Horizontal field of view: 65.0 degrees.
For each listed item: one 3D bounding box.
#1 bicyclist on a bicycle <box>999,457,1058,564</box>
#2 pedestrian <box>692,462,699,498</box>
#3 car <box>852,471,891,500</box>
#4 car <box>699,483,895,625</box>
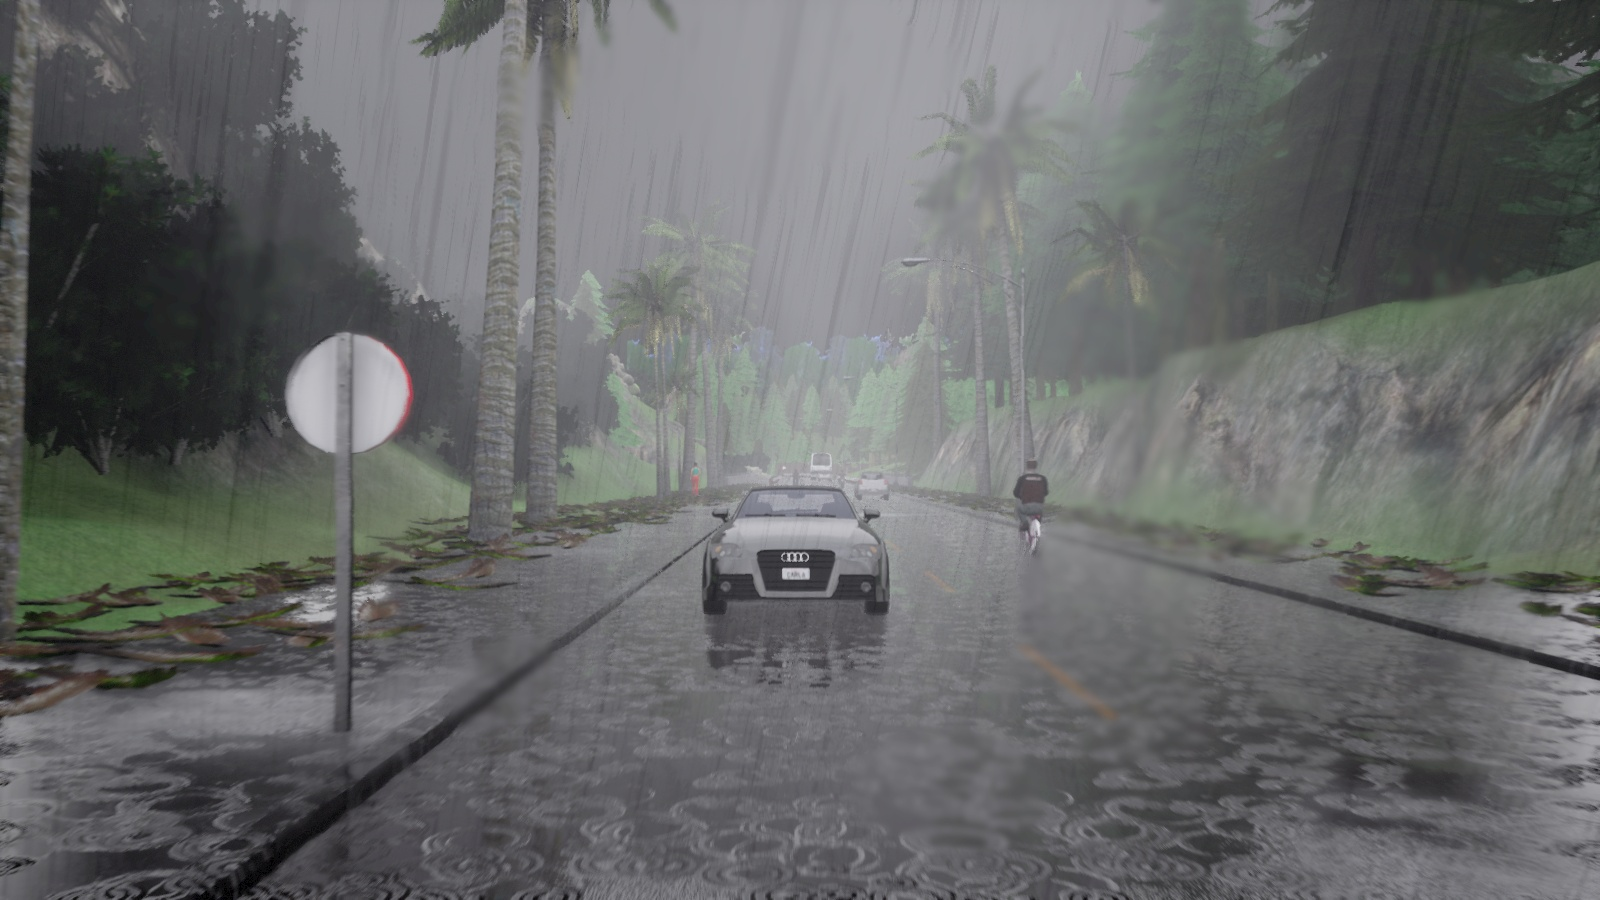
[{"bbox_3d":[3.945,1.012,21.797,0.659,1.776,1.843,0,-1,0],"label":"bicyclist on a bicycle"},{"bbox_3d":[-5.495,1.578,66.132,0.345,1.836,0.594,0,-1,-9],"label":"pedestrian"},{"bbox_3d":[3.804,1.872,67.242,1.845,1.501,3.633,0,-1,0],"label":"car"},{"bbox_3d":[-0.038,1.111,14.852,1.994,1.385,4.181,0,-1,0],"label":"car"}]
